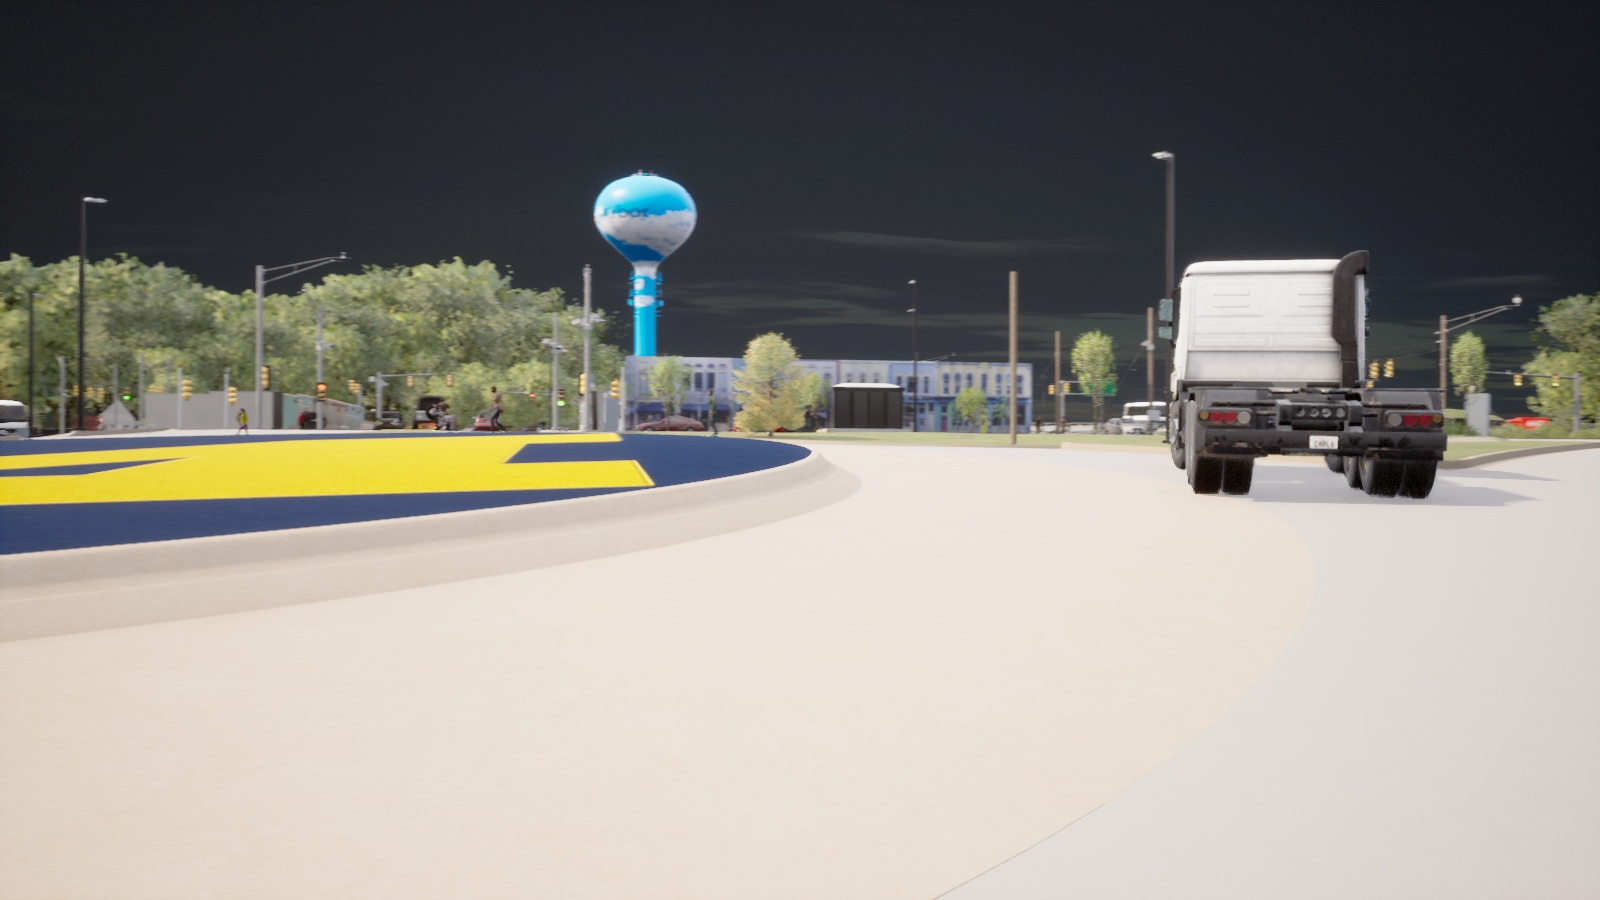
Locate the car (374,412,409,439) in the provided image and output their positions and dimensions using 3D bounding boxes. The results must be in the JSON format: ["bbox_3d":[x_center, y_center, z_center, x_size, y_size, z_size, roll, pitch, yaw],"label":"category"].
[{"bbox_3d":[-30.271,-1.794,93.169,1.905,1.878,3.866,0,0,-10],"label":"car"}]

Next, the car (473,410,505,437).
[{"bbox_3d":[-20.487,-1.727,82.738,1.851,1.617,3.988,0,0,-17],"label":"car"}]

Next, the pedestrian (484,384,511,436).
[{"bbox_3d":[-10.692,-1.406,44.357,0.869,1.805,0.328,0,0,-28],"label":"pedestrian"}]

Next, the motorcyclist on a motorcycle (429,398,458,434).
[{"bbox_3d":[-16.647,-1.566,58.632,0.766,1.649,2.350,0,1,-30],"label":"motorcyclist on a motorcycle"}]

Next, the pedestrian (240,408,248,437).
[{"bbox_3d":[-37.684,-1.849,85.127,0.396,1.930,0.692,0,0,-15],"label":"pedestrian"}]

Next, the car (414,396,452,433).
[{"bbox_3d":[-19.654,-1.859,67.157,1.905,1.878,3.866,0,0,-18],"label":"car"}]

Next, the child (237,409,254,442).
[{"bbox_3d":[-19.393,-0.847,43.897,0.473,1.160,0.299,0,0,14],"label":"child"}]

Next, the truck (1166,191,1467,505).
[{"bbox_3d":[6.923,-1.313,18.077,2.891,3.462,7.936,1,3,15],"label":"truck"}]

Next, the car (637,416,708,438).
[{"bbox_3d":[-8.831,-1.583,86.849,4.674,1.442,1.812,0,0,-11],"label":"car"}]

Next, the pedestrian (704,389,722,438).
[{"bbox_3d":[-3.289,-1.383,47.647,0.614,1.847,0.353,0,0,-19],"label":"pedestrian"}]
